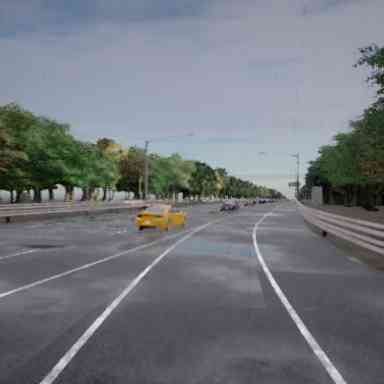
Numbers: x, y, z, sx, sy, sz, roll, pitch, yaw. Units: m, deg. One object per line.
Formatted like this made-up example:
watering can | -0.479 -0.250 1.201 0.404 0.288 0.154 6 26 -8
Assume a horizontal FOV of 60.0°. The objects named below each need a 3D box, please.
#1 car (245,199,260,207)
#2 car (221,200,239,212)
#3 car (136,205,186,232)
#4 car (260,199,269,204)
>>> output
car | 11.736 2.159 66.692 2.033 1.411 5.357 0 -1 17
car | 5.097 1.863 44.517 1.812 1.442 4.674 0 0 17
car | -1.815 1.598 21.243 1.882 1.535 5.008 0 0 17
car | 19.855 2.612 93.532 1.882 1.535 5.008 0 -1 17
